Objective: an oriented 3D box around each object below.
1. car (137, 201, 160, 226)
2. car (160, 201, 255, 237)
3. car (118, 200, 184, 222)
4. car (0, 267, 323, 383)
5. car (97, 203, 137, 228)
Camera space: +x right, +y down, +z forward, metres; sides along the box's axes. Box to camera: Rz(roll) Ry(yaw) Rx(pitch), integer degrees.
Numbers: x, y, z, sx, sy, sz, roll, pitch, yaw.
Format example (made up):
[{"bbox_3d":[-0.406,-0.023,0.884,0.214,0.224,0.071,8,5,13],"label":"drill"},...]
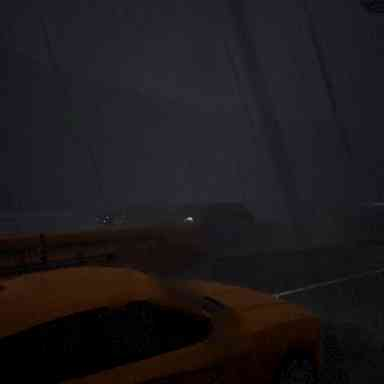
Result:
[{"bbox_3d":[-0.485,1.447,20.169,5.008,1.535,1.882,0,0,-31],"label":"car"},{"bbox_3d":[1.026,1.323,16.979,4.553,1.767,2.097,0,0,-31],"label":"car"},{"bbox_3d":[-3.264,1.469,26.657,4.892,1.490,1.837,0,0,-31],"label":"car"},{"bbox_3d":[-0.840,1.475,3.044,5.008,1.535,1.882,0,0,-35],"label":"car"},{"bbox_3d":[-3.813,1.477,22.227,4.892,1.490,1.837,0,0,-32],"label":"car"}]
